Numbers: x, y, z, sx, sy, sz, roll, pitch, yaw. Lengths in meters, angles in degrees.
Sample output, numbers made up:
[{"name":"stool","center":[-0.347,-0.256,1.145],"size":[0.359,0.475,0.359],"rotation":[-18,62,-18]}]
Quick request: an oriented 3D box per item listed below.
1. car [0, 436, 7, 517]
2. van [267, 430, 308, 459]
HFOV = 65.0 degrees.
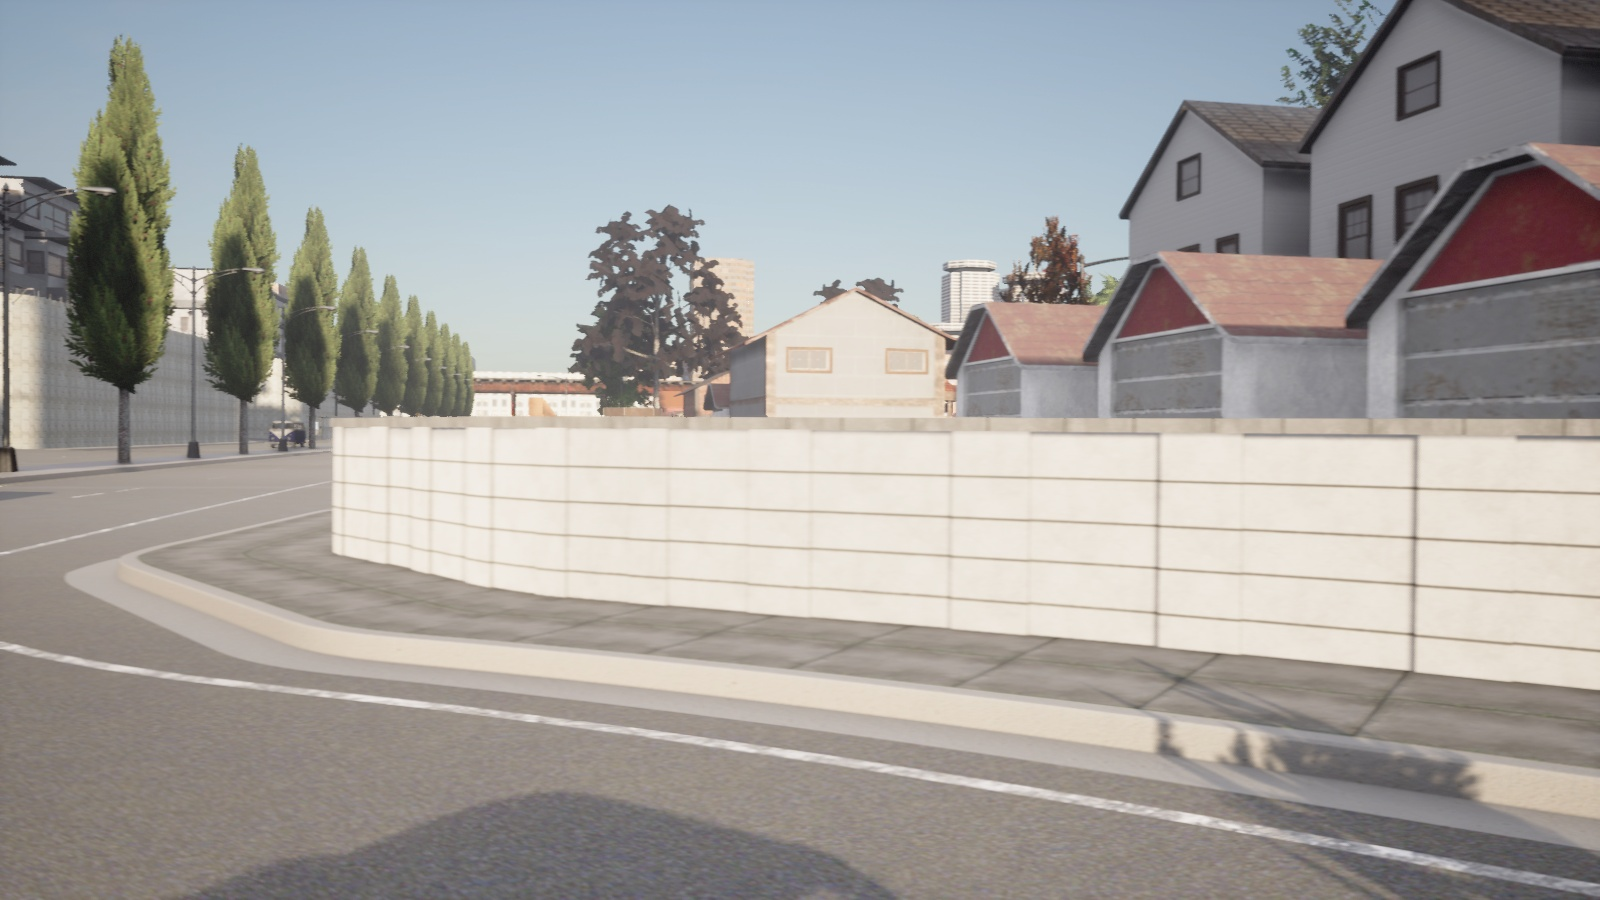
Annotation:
[{"name":"car","center":[-16.018,0.542,22.529],"size":[1.789,1.549,3.705],"rotation":[-1,1,-11]},{"name":"van","center":[-36.473,-0.438,89.436],"size":[1.775,1.987,4.442],"rotation":[-1,1,-10]}]
